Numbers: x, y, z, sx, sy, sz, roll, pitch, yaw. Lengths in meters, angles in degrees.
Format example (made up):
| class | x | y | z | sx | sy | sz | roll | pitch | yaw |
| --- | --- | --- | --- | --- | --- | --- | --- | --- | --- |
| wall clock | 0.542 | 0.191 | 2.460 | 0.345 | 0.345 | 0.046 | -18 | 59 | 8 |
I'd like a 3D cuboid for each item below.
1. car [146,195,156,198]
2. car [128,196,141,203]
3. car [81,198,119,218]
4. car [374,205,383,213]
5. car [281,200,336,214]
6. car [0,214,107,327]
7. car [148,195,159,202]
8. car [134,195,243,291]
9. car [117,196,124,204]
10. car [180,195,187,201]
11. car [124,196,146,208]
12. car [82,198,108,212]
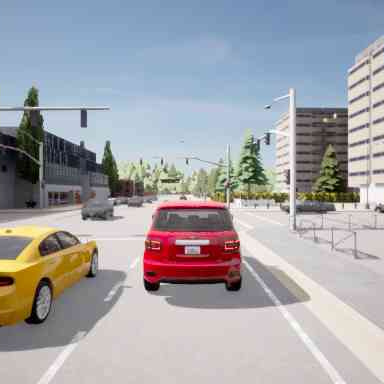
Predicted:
| class | x | y | z | sx | sy | sz | roll | pitch | yaw |
| --- | --- | --- | --- | --- | --- | --- | --- | --- | --- |
| car | -8.734 | 1.492 | 63.447 | 2.128 | 1.511 | 4.902 | 0 | 0 | -1 |
| car | -12.446 | 1.540 | 72.813 | 2.033 | 1.411 | 5.357 | 0 | 0 | -2 |
| car | -7.649 | 1.505 | 27.368 | 1.837 | 1.490 | 4.892 | 0 | 0 | -2 |
| car | 22.166 | 1.547 | 34.908 | 5.357 | 1.411 | 2.033 | 0 | 0 | -2 |
| car | 12.083 | 1.547 | 34.603 | 5.357 | 1.411 | 2.033 | 0 | 0 | -2 |
| car | -3.478 | 1.478 | 7.147 | 1.882 | 1.535 | 5.008 | 0 | 0 | 0 |
| car | -9.110 | 1.479 | 78.841 | 2.033 | 1.411 | 5.357 | 0 | 0 | -2 |
| car | 0.016 | 1.221 | 9.135 | 2.150 | 2.045 | 5.566 | 0 | 0 | 0 |
| car | -12.091 | 1.490 | 57.050 | 2.128 | 1.511 | 4.902 | 0 | 0 | -1 |
| car | -2.338 | 1.524 | 87.216 | 1.812 | 1.442 | 4.674 | 0 | 0 | -2 |
| car | -8.391 | 1.503 | 49.299 | 1.837 | 1.490 | 4.892 | 0 | 0 | -2 |
| car | -11.602 | 1.505 | 40.032 | 1.837 | 1.490 | 4.892 | 0 | 0 | -2 |
